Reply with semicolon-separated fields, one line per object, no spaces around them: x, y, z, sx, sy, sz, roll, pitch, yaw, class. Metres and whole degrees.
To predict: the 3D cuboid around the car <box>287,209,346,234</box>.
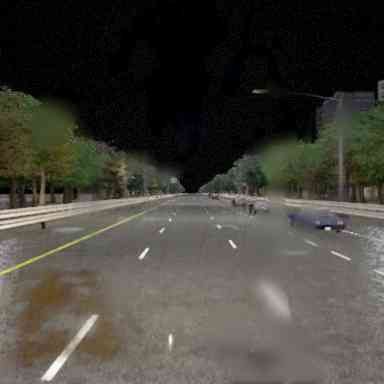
6.996;1.601;19.319;1.895;1.301;4.718;0;0;0;car

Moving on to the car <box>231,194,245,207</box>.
7.002;1.514;49.936;2.128;1.511;4.902;0;0;0;car

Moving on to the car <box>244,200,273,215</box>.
6.995;1.569;34.388;1.994;1.385;4.181;0;0;0;car
